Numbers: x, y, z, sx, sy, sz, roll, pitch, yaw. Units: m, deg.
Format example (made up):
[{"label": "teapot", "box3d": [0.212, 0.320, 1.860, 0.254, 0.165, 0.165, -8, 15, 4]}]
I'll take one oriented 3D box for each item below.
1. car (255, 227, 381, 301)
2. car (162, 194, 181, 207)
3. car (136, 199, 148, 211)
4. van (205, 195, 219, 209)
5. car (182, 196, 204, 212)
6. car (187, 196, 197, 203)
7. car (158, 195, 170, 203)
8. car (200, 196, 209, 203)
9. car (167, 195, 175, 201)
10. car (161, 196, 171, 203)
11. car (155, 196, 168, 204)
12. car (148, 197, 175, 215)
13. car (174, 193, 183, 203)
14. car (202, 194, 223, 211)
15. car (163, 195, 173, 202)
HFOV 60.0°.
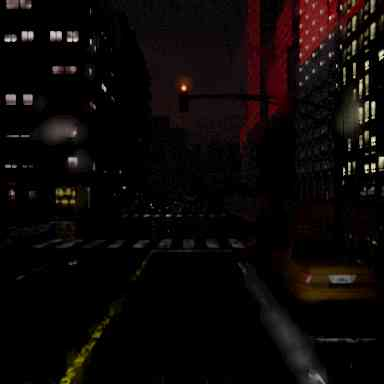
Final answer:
[{"label": "car", "box3d": [2.685, 1.523, 8.258, 1.752, 1.417, 4.829, 0, 0, 0]}, {"label": "car", "box3d": [-3.100, 1.486, 50.204, 1.882, 1.535, 5.008, 0, 0, 0]}, {"label": "car", "box3d": [-5.697, 1.552, 40.500, 2.008, 1.369, 4.403, 0, 0, 0]}, {"label": "van", "box3d": [2.681, 1.346, 46.027, 1.690, 1.788, 3.998, 0, 0, 0]}, {"label": "car", "box3d": [0.096, 1.526, 38.838, 1.812, 1.442, 4.674, 0, 0, 0]}, {"label": "car", "box3d": [-0.006, 1.537, 69.277, 1.837, 1.490, 4.892, 0, 0, 0]}, {"label": "car", "box3d": [-5.700, 1.470, 68.133, 1.967, 1.590, 4.097, 0, 0, 0]}, {"label": "car", "box3d": [2.680, 1.583, 73.660, 1.887, 1.381, 4.507, 0, 0, 0]}, {"label": "car", "box3d": [-5.701, 1.590, 90.070, 1.752, 1.417, 4.829, 0, 0, 0]}, {"label": "car", "box3d": [-5.700, 1.620, 73.660, 1.802, 1.307, 4.206, 0, 0, 0]}, {"label": "car", "box3d": [-5.699, 1.567, 62.605, 1.887, 1.381, 4.507, 0, 0, 0]}, {"label": "car", "box3d": [-3.104, 1.525, 34.223, 1.812, 1.442, 4.674, 0, 0, 0]}, {"label": "car", "box3d": [-3.007, 1.254, 69.274, 2.150, 2.045, 5.566, 0, 0, 0]}, {"label": "car", "box3d": [2.682, 1.316, 40.501, 2.192, 1.841, 5.009, 0, 0, 0]}, {"label": "car", "box3d": [-5.701, 1.486, 79.186, 1.967, 1.590, 4.097, 0, 0, 0]}]
